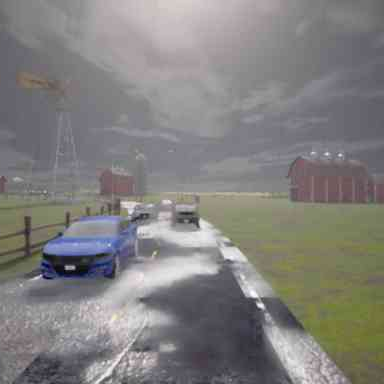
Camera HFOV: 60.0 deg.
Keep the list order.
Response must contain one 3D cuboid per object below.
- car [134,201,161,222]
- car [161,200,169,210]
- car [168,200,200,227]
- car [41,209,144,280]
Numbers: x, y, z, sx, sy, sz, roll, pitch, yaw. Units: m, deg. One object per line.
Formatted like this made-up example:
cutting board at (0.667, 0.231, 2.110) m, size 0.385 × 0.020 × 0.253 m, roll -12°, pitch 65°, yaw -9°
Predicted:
car at (-3.714, 1.641, 26.884) m, size 1.994 × 1.385 × 4.181 m, roll 0°, pitch 0°, yaw -5°
car at (-3.431, 1.679, 42.452) m, size 1.994 × 1.385 × 4.181 m, roll 0°, pitch 0°, yaw -12°
car at (-0.554, 1.579, 23.437) m, size 1.837 × 1.490 × 4.892 m, roll 0°, pitch 0°, yaw -5°
car at (-2.881, 1.513, 10.315) m, size 1.882 × 1.535 × 5.008 m, roll 0°, pitch 0°, yaw 0°
